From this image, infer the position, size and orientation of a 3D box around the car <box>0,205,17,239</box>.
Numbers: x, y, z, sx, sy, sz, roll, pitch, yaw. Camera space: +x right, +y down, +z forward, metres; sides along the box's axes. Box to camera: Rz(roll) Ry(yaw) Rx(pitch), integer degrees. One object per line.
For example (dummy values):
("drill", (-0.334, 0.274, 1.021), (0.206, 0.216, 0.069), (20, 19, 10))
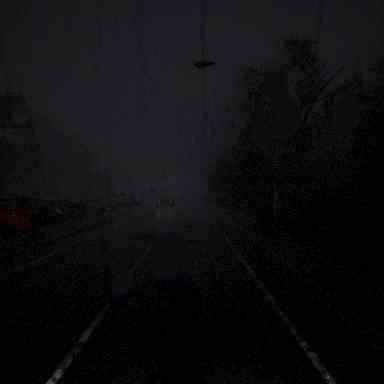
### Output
("car", (-10.240, 1.420, 13.601), (4.792, 1.488, 2.163), (0, 0, 0))

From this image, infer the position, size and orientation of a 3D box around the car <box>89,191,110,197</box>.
("car", (-23.560, 0.539, 84.886), (4.674, 1.452, 2.002), (0, 0, 0))

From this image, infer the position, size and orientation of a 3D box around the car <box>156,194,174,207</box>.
("car", (-3.438, 1.331, 44.798), (1.895, 1.301, 4.718), (0, 0, 0))

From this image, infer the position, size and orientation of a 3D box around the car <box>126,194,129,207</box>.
("car", (-10.258, 1.300, 38.575), (4.892, 1.521, 2.231), (0, 0, 0))

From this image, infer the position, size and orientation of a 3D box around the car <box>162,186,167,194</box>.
("car", (-10.497, 0.187, 90.629), (5.566, 2.045, 2.435), (0, 1, 0))

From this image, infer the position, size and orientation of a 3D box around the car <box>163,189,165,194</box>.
("car", (-10.467, 0.474, 87.839), (5.008, 1.535, 2.097), (0, 1, 0))

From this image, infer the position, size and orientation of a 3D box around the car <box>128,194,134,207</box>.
("car", (-10.435, 1.297, 41.352), (5.366, 1.575, 1.946), (0, 0, 0))

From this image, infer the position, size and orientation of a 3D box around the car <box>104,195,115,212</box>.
("car", (-10.072, 1.293, 30.126), (5.366, 1.575, 1.946), (0, 0, 0))

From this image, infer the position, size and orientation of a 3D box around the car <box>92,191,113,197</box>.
("car", (-23.581, 0.501, 87.798), (4.792, 1.488, 2.163), (0, 1, 0))

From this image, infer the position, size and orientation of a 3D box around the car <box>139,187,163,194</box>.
("car", (-10.508, 0.375, 85.059), (4.553, 1.767, 2.185), (0, 1, 0))

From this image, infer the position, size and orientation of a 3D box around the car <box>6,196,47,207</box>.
("car", (-23.296, 1.331, 46.920), (4.792, 1.488, 2.163), (0, 0, 0))

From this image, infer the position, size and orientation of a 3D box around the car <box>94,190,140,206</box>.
("car", (-10.276, 1.051, 44.129), (5.566, 2.045, 2.435), (0, 0, 0))

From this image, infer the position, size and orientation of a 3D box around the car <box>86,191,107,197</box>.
("car", (-23.564, 0.558, 82.101), (4.674, 1.452, 2.002), (0, 0, 0))

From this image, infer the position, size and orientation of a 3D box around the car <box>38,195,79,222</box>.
("car", (-10.294, 1.201, 21.926), (4.553, 1.767, 2.185), (0, 0, 0))

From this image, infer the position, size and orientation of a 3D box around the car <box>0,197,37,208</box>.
("car", (-23.324, 1.340, 44.150), (4.674, 1.452, 2.002), (0, 0, 0))

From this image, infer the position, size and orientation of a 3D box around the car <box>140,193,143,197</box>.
("car", (-10.214, 1.335, 49.680), (4.792, 1.488, 2.163), (0, 0, 0))

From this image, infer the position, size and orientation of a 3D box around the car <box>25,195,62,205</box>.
("car", (-23.316, 1.305, 52.337), (5.008, 1.535, 2.097), (0, 0, 0))

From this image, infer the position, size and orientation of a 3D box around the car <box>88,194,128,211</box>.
("car", (-10.068, 1.294, 35.800), (5.366, 1.575, 1.946), (0, 0, 0))

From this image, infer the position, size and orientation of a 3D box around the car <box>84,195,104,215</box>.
("car", (-10.445, 1.297, 27.474), (5.366, 1.575, 1.946), (0, 0, 0))

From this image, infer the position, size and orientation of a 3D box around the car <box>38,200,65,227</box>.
("car", (-10.295, 1.376, 19.154), (4.792, 1.488, 2.163), (0, 0, 0))

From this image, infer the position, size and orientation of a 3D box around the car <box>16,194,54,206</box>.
("car", (-23.354, 1.178, 49.566), (4.553, 1.767, 2.185), (0, 0, 0))

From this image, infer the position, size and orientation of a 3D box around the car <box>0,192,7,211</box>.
("car", (-23.362, 1.043, 35.841), (5.566, 2.045, 2.435), (0, 0, 0))

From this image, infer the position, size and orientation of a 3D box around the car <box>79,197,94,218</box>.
("car", (-10.255, 1.311, 24.706), (4.892, 1.521, 2.231), (0, 0, 0))

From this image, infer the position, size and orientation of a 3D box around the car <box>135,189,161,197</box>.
("car", (-10.456, 0.568, 79.491), (4.792, 1.488, 2.163), (0, 0, 0))

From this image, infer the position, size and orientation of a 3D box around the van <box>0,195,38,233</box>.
("van", (-10.384, 1.143, 16.375), (4.442, 1.987, 1.878), (0, 0, 0))
